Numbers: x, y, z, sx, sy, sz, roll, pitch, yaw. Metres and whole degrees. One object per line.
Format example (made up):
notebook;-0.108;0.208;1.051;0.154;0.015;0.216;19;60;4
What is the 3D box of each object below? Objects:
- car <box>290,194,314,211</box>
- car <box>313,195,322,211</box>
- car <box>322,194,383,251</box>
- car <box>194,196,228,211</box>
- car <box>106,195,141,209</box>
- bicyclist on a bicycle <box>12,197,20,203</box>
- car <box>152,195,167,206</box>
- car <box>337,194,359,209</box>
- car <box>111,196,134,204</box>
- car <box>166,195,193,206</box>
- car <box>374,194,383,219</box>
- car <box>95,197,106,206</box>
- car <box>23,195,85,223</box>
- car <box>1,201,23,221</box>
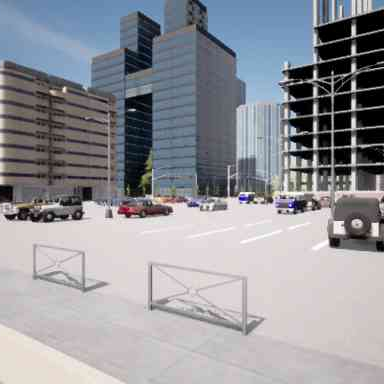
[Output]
car;15.608;1.394;46.247;1.970;1.475;3.806;0;0;34
car;18.006;1.362;44.626;1.784;1.438;3.905;0;0;34
car;6.641;1.154;13.047;1.905;1.878;3.866;0;0;34
car;2.376;1.394;36.960;1.970;1.475;3.806;0;0;34
car;-10.770;1.366;52.749;2.097;1.767;4.553;0;0;34
bicyclist on a bicycle;-18.244;1.301;34.621;1.656;1.620;0.582;0;0;34
car;-5.327;1.366;67.158;2.097;1.767;4.553;0;0;34
car;20.258;1.152;43.167;1.932;1.855;4.605;0;0;34
car;-13.909;1.560;66.927;1.812;1.442;4.674;0;0;34
car;-2.403;1.533;65.235;1.812;1.442;4.674;0;0;34
car;16.429;1.151;27.578;1.932;1.855;4.605;0;0;34
car;-13.661;1.495;54.723;2.128;1.511;4.902;0;0;34
car;-9.642;1.154;23.999;1.905;1.878;3.866;0;0;34
car;-12.010;1.151;25.664;1.932;1.855;4.605;0;0;34
